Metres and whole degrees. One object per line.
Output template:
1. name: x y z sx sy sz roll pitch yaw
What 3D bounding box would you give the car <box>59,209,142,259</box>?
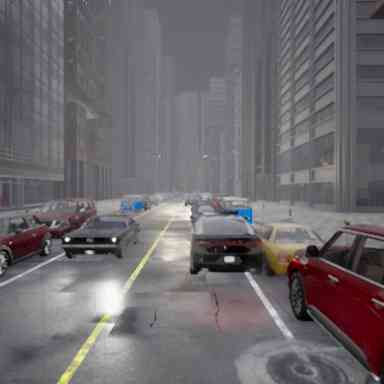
1. car: -3.123 1.533 12.387 1.895 1.301 4.718 0 0 0

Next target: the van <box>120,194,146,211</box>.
1. van: -5.820 1.169 32.182 1.690 1.788 3.998 0 0 0

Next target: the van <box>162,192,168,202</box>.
1. van: -5.871 1.025 60.229 1.690 1.788 3.998 0 0 0

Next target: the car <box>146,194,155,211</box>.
1. car: -5.830 1.114 37.791 2.192 1.841 5.009 0 0 0

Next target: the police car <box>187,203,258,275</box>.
1. police car: 0.881 1.369 10.440 1.930 1.638 5.238 0 0 0

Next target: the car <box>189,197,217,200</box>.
1. car: 0.852 1.385 26.331 1.812 1.442 4.674 0 0 0

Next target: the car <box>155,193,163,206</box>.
1. car: -5.851 1.292 49.011 2.008 1.369 4.403 0 0 0

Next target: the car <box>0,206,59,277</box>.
1. car: -5.780 1.387 9.745 1.967 1.590 4.097 0 0 0

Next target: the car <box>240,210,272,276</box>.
1. car: 2.745 1.471 9.943 1.752 1.417 4.829 0 0 0

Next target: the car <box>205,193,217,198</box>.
1. car: 2.705 1.142 32.208 2.192 1.841 5.009 0 0 0

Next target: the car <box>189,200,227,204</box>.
1. car: 0.863 1.416 20.331 1.812 1.442 4.674 0 0 0

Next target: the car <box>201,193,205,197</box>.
1. car: 2.674 1.180 49.035 1.967 1.590 4.097 0 0 0

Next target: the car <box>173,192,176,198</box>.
1. car: -5.922 1.072 88.107 1.752 1.417 4.829 0 0 0

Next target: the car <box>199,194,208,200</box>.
1. car: 2.623 1.122 77.251 1.752 1.417 4.829 0 0 0

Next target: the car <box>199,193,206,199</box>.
1. car: 2.612 1.095 82.861 1.752 1.417 4.829 0 0 0

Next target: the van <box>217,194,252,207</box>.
1. van: 2.725 1.228 20.990 1.690 1.788 3.998 0 0 0

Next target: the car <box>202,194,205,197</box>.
1. car: 2.684 1.314 43.427 1.887 1.381 4.507 0 0 0

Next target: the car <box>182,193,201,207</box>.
1. car: -0.077 1.300 46.749 2.033 1.411 5.357 0 0 0

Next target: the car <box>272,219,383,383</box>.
1. car: 2.756 1.292 4.163 2.192 1.841 5.009 0 0 0

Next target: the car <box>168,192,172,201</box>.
1. car: -5.892 1.067 71.449 1.967 1.590 4.097 0 0 0

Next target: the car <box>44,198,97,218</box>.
1. car: -5.790 1.232 15.353 2.192 1.841 5.009 0 0 0

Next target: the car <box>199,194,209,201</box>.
1. car: 2.634 1.192 71.473 1.947 1.339 4.313 0 0 0
